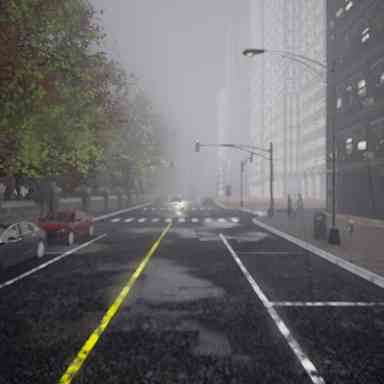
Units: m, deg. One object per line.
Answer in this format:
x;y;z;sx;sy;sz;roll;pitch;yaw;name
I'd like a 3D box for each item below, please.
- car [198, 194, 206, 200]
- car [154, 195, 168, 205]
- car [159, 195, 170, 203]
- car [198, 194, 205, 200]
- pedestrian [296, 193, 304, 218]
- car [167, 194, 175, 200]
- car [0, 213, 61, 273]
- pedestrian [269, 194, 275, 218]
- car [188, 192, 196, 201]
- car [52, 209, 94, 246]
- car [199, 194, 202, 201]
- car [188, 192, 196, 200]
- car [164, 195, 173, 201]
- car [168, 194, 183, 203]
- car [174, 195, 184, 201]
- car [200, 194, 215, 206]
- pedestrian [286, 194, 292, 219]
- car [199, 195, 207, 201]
2.650;1.359;86.950;1.967;1.590;4.097;0;0;0;car
-5.717;1.511;58.784;1.802;1.307;4.206;0;0;0;car
-5.722;1.363;70.049;1.967;1.590;4.097;0;0;0;car
2.648;1.359;92.582;1.967;1.590;4.097;0;0;0;car
8.123;0.990;25.114;0.375;1.860;0.375;0;0;0;pedestrian
-5.732;1.359;92.578;1.967;1.590;4.097;0;0;0;car
-5.770;1.534;9.693;2.008;1.369;4.403;0;0;0;car
6.123;1.094;25.713;0.375;1.860;0.375;0;0;0;pedestrian
-0.039;1.450;80.024;2.033;1.411;5.357;0;0;0;car
-5.825;1.520;15.233;1.887;1.381;4.507;0;0;0;car
2.663;1.495;58.788;1.947;1.339;4.313;0;0;0;car
-0.043;1.019;90.470;2.150;2.045;5.566;0;0;0;car
-5.727;1.445;81.144;1.752;1.417;4.829;0;0;0;car
-3.056;1.489;63.882;1.994;1.385;4.181;0;0;1;car
-3.039;1.438;79.382;2.128;1.511;4.902;0;0;0;car
2.666;1.499;53.155;1.947;1.339;4.313;0;0;0;car
7.123;1.066;24.514;0.375;1.860;0.375;0;0;0;pedestrian
2.653;1.464;81.319;1.887;1.381;4.507;0;0;0;car
